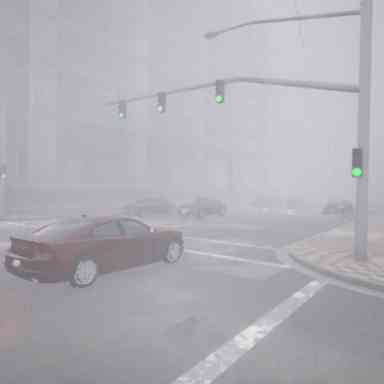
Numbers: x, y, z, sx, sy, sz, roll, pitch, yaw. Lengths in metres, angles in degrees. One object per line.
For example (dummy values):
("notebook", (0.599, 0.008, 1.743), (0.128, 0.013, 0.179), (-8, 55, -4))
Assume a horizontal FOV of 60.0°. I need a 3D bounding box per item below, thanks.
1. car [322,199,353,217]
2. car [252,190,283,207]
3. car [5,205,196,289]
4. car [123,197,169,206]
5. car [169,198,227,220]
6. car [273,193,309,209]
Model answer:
("car", (13.345, 1.393, 30.285), (1.812, 1.442, 4.674), (2, 1, 36))
("car", (9.474, 0.985, 42.922), (2.097, 1.767, 4.553), (2, 1, 36))
("car", (-2.217, 1.336, 8.970), (1.882, 1.535, 5.008), (2, 1, 36))
("car", (-3.302, 1.133, 25.457), (1.837, 1.490, 4.892), (2, 1, 36))
("car", (0.867, 1.194, 25.233), (2.128, 1.511, 4.902), (2, 1, 36))
("car", (12.146, 1.200, 40.655), (2.128, 1.511, 4.902), (2, 1, 36))
